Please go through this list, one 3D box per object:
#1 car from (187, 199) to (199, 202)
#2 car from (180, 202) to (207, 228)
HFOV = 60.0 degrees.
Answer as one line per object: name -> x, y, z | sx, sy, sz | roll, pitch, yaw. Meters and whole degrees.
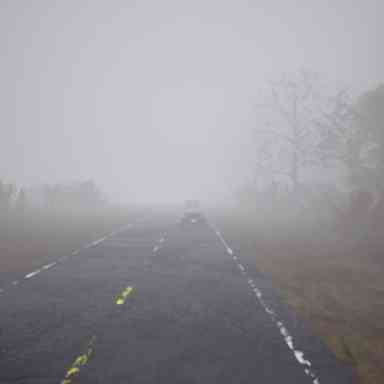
car -> 0.087, 1.638, 41.213 | 2.097, 1.767, 4.553 | 0, 0, -1
car -> 0.110, 1.689, 23.528 | 1.812, 1.442, 4.674 | 0, 0, 0
